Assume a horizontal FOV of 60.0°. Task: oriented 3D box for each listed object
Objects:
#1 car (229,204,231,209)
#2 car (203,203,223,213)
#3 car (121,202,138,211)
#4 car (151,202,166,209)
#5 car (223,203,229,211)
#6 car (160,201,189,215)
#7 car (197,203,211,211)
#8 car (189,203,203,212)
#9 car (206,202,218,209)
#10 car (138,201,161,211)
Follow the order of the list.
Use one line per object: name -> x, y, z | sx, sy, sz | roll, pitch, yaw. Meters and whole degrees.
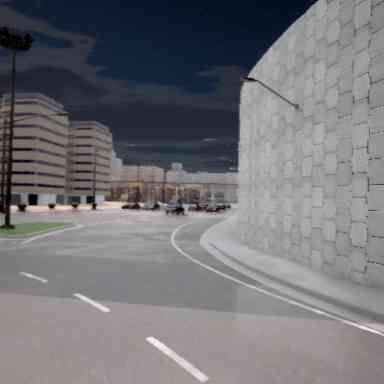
car -> 8.244, 3.337, 79.988 | 2.128, 1.511, 4.902 | 1, -1, 12
car -> 3.688, 2.981, 58.327 | 1.895, 1.301, 4.718 | 1, -1, 13
car -> -10.661, 2.514, 58.483 | 2.033, 1.411, 5.357 | 1, -1, 13
car -> -7.419, 2.906, 73.581 | 1.812, 1.442, 4.674 | 1, -1, 12
car -> 6.092, 3.196, 69.821 | 1.837, 1.490, 4.892 | 1, -1, 12
car -> -2.343, 2.447, 46.778 | 2.128, 1.511, 4.902 | 1, -1, 12
car -> 2.668, 3.137, 70.546 | 2.128, 1.511, 4.902 | 1, -1, 12
car -> 0.494, 2.850, 60.045 | 1.812, 1.442, 4.674 | 1, -1, 12
car -> 4.821, 3.268, 80.713 | 2.033, 1.411, 5.357 | 1, -1, 12
car -> -7.156, 2.413, 58.161 | 2.097, 1.767, 4.553 | 1, -1, 12
